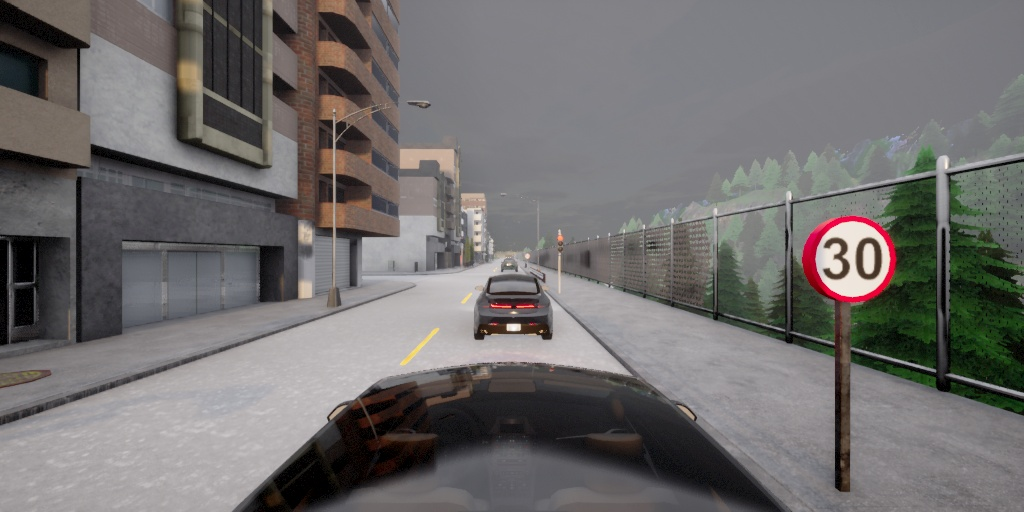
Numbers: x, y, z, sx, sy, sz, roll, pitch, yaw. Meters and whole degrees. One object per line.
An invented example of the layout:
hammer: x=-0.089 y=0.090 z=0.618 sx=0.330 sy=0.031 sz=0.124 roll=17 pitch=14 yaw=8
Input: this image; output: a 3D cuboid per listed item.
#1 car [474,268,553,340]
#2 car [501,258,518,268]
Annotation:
car: x=0.015 y=1.255 z=9.957 sx=1.837 sy=1.490 sz=4.892 roll=0 pitch=0 yaw=0
car: x=-0.336 y=1.102 z=45.930 sx=2.097 sy=1.767 sz=4.553 roll=0 pitch=0 yaw=-1
